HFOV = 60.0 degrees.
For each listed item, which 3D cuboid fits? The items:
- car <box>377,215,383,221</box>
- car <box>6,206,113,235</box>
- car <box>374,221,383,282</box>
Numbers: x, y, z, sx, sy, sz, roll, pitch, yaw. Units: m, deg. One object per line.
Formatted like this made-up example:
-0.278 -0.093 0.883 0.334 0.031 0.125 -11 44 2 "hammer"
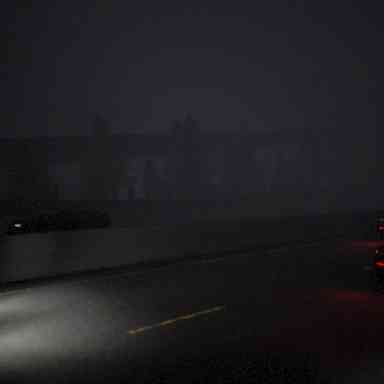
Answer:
10.520 1.437 15.554 4.902 1.511 2.128 0 0 -36 "car"
-6.428 1.480 16.501 4.902 1.511 2.128 0 0 -35 "car"
6.301 1.495 8.244 4.674 1.442 1.812 0 0 -36 "car"
